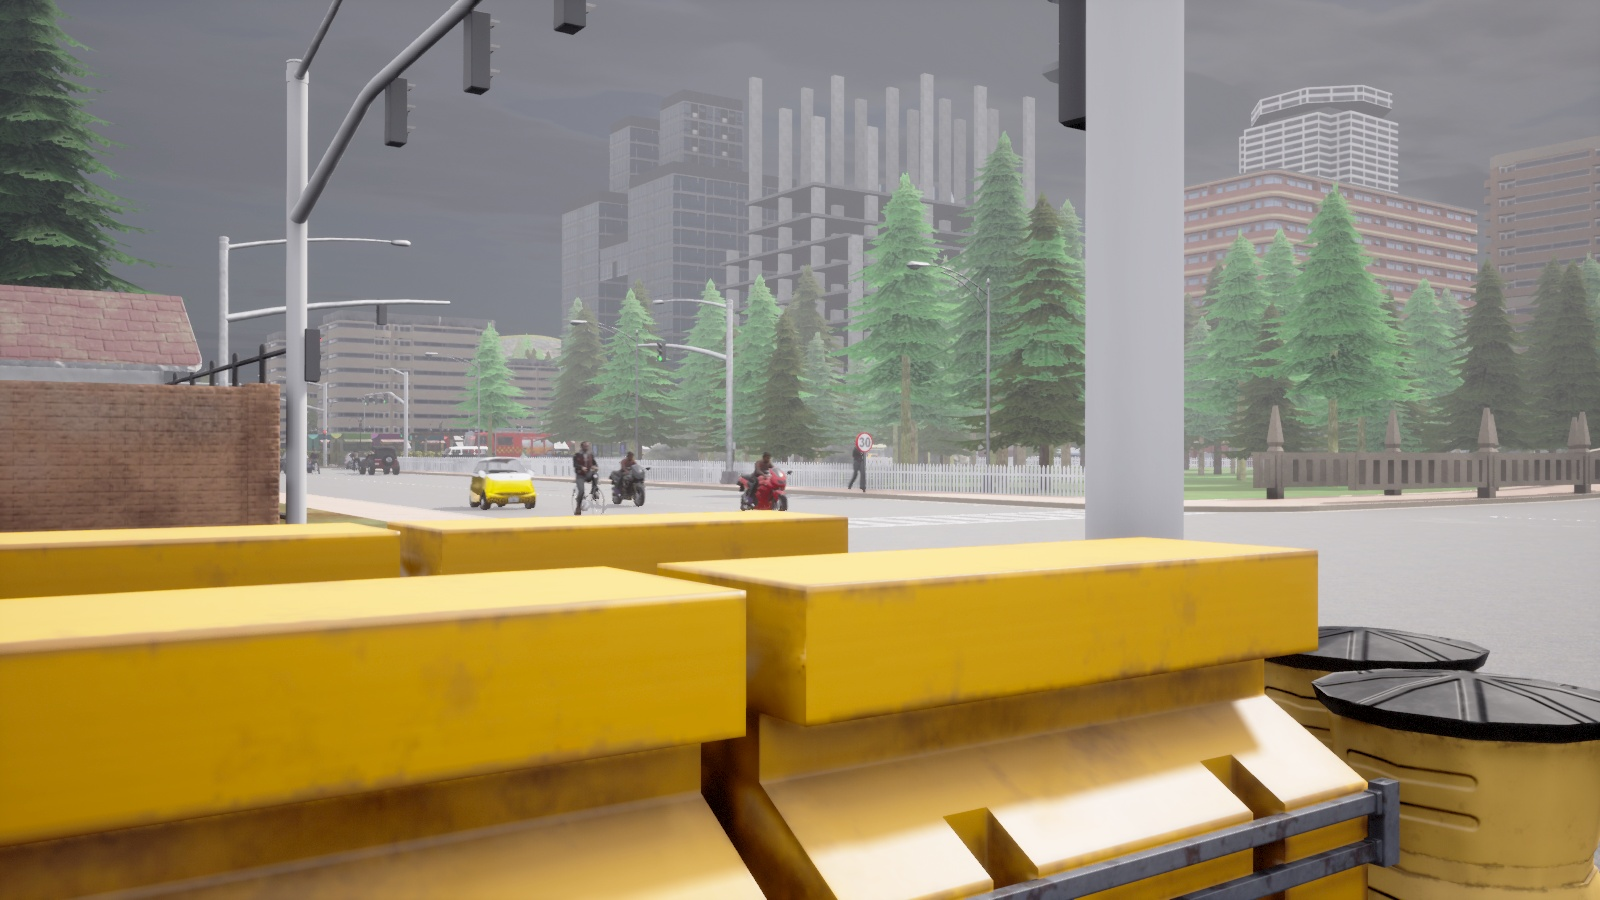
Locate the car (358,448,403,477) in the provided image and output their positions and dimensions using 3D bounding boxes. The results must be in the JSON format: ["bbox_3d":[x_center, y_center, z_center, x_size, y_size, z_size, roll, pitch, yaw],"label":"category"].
[{"bbox_3d":[-27.683,0.802,82.736,1.905,1.878,3.866,0,0,-33],"label":"car"}]

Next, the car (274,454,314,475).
[{"bbox_3d":[-35.762,1.003,88.727,1.970,1.475,3.806,0,0,-33],"label":"car"}]

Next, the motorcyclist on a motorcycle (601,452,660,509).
[{"bbox_3d":[-4.694,0.821,34.622,0.797,1.523,2.044,0,0,-33],"label":"motorcyclist on a motorcycle"}]

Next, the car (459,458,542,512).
[{"bbox_3d":[-7.931,0.898,33.178,1.481,1.376,2.207,0,-1,-33],"label":"car"}]

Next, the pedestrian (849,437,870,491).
[{"bbox_3d":[2.140,0.510,45.373,0.402,1.930,0.666,0,0,-39],"label":"pedestrian"}]

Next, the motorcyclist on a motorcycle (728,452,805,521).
[{"bbox_3d":[-0.778,0.799,28.625,0.797,1.523,2.044,0,0,-33],"label":"motorcyclist on a motorcycle"}]

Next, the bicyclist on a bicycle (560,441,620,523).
[{"bbox_3d":[-4.739,0.695,28.259,0.659,1.776,1.843,0,0,-33],"label":"bicyclist on a bicycle"}]
